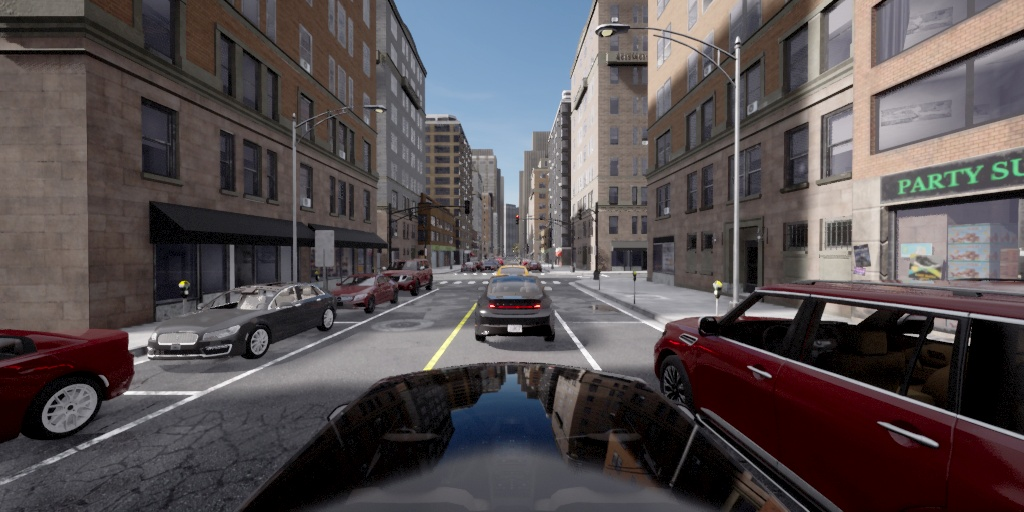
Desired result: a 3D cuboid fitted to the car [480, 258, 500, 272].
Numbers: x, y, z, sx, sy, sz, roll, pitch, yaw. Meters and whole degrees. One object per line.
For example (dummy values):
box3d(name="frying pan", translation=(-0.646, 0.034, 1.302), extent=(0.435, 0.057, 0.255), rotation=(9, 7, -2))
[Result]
box3d(name="car", translation=(-3.006, 1.333, 46.795), extent=(1.994, 1.385, 4.181), rotation=(0, 0, 0))

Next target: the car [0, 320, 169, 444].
box3d(name="car", translation=(-5.668, 1.294, 2.640), extent=(1.888, 1.381, 4.507), rotation=(0, 0, 0))

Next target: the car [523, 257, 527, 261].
box3d(name="car", translation=(2.961, 1.301, 52.130), extent=(1.751, 1.417, 4.829), rotation=(0, 0, 0))

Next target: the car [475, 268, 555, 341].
box3d(name="car", translation=(0.079, 1.254, 9.838), extent=(1.837, 1.490, 4.892), rotation=(0, 0, 0))

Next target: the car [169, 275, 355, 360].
box3d(name="car", translation=(-5.656, 1.299, 8.222), extent=(2.007, 1.370, 4.403), rotation=(0, 0, 0))

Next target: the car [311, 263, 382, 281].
box3d(name="car", translation=(-14.559, 1.391, 31.707), extent=(5.357, 1.411, 2.033), rotation=(0, 1, 0))

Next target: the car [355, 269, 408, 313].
box3d(name="car", translation=(-5.644, 1.331, 13.805), extent=(1.802, 1.307, 4.207), rotation=(0, 0, 0))

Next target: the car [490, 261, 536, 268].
box3d(name="car", translation=(0.047, 1.228, 18.955), extent=(1.882, 1.535, 5.008), rotation=(0, 0, 1))

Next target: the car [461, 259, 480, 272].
box3d(name="car", translation=(-5.577, 1.351, 46.387), extent=(1.802, 1.307, 4.207), rotation=(0, 0, 0))

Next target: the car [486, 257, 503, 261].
box3d(name="car", translation=(-2.974, 1.331, 57.764), extent=(2.033, 1.411, 5.357), rotation=(0, 0, 0))

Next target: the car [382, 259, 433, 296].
box3d(name="car", translation=(-5.633, 1.065, 19.388), extent=(2.192, 1.841, 5.009), rotation=(0, 0, 0))

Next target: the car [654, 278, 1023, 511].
box3d(name="car", translation=(2.858, 1.064, 2.645), extent=(2.192, 1.841, 5.009), rotation=(0, 0, 0))

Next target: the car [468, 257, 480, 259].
box3d(name="car", translation=(-5.565, 1.090, 51.952), extent=(2.192, 1.841, 5.009), rotation=(0, 0, 0))

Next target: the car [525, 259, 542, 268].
box3d(name="car", translation=(2.949, 1.351, 46.397), extent=(1.802, 1.307, 4.207), rotation=(0, 0, 0))
